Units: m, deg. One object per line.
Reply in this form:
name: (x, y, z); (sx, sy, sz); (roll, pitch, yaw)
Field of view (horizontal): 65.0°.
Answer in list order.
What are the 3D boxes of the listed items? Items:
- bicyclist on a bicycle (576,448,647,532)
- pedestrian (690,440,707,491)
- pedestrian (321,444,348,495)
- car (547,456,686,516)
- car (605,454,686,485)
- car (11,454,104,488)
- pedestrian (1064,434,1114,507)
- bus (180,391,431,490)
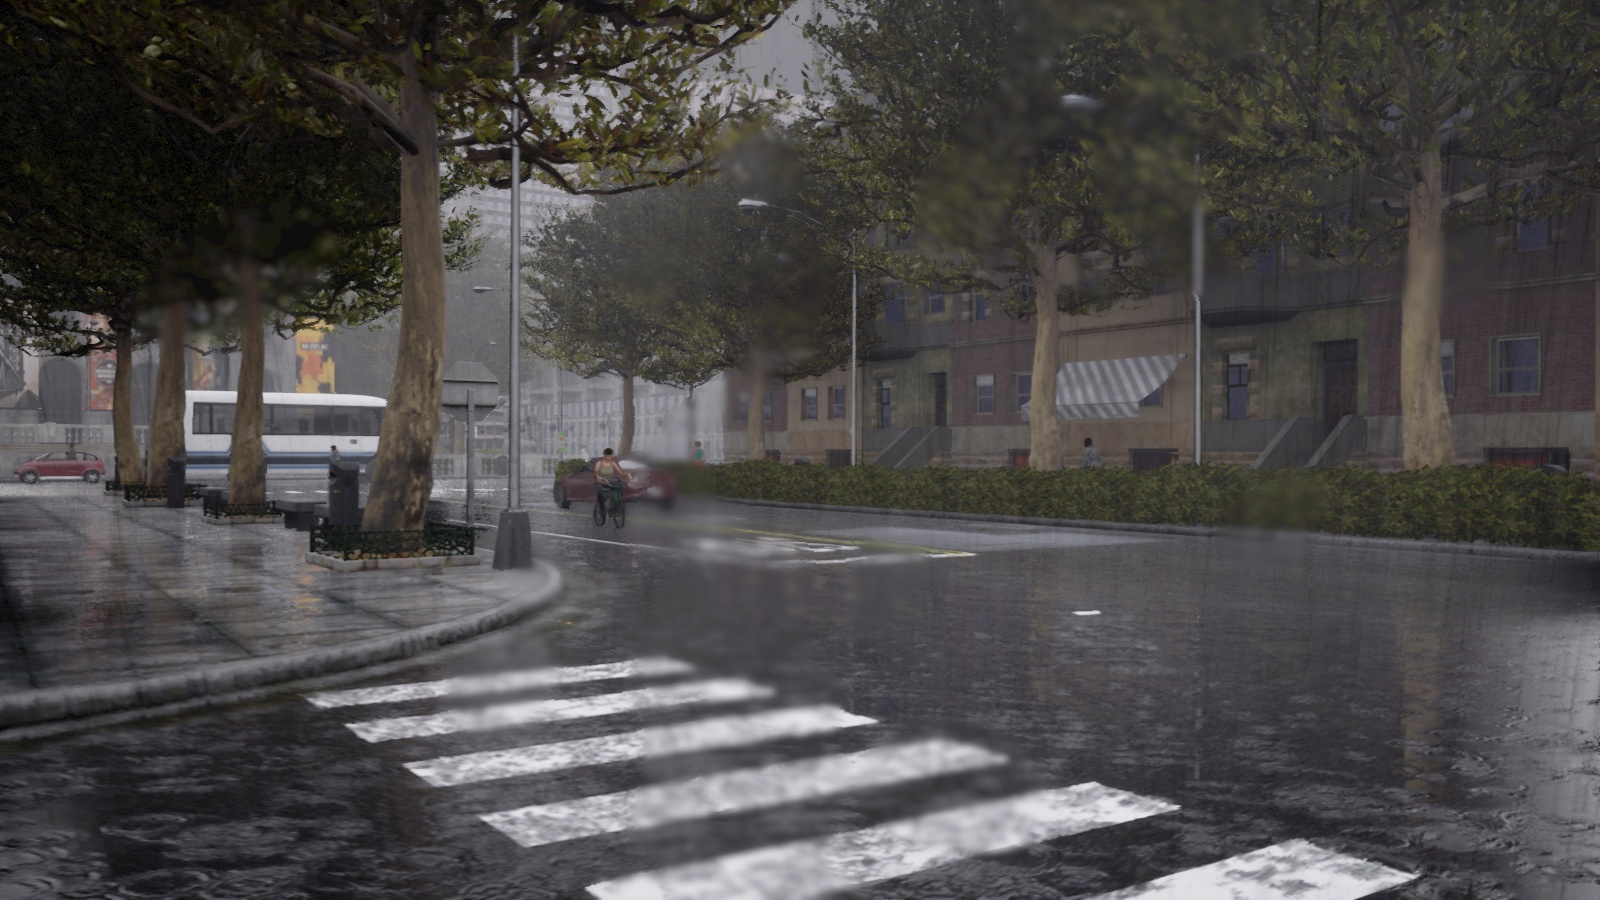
bicyclist on a bicycle: (-3.784, 0.775, 25.134); (0.866, 1.612, 1.509); (0, 0, -33)
pedestrian: (-3.723, 0.571, 46.058); (0.345, 1.836, 0.594); (0, 0, -39)
pedestrian: (-17.894, 0.741, 48.241); (0.873, 1.952, 0.659); (0, 0, -30)
car: (-4.923, 0.894, 33.130); (1.812, 1.442, 4.674); (0, 0, -34)
car: (-7.886, 0.962, 64.169); (3.705, 1.549, 1.789); (0, 0, -34)
car: (-34.854, 0.965, 58.961); (3.705, 1.549, 1.789); (0, 0, -33)
pedestrian: (7.462, 0.513, 32.429); (0.874, 1.855, 0.900); (0, 0, -33)
bus: (-22.909, -0.401, 58.459); (10.273, 4.253, 3.944); (0, 0, -33)
